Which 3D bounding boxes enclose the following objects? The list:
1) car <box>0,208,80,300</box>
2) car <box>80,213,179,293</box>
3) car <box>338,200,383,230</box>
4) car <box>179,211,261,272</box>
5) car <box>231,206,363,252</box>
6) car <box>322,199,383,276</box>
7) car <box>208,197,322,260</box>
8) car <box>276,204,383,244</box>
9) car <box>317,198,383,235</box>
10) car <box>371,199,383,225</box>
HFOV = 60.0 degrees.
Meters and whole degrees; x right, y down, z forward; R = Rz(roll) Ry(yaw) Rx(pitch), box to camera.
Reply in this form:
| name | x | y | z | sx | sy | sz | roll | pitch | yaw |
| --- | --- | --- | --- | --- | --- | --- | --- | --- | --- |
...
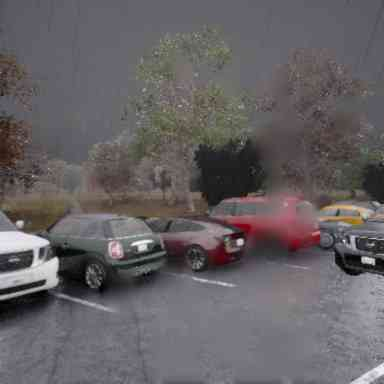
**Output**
| name | x | y | z | sx | sy | sz | roll | pitch | yaw |
| --- | --- | --- | --- | --- | --- | --- | --- | --- | --- |
| car | -5.339 | 1.237 | 7.385 | 5.566 | 2.045 | 2.435 | -1 | -1 | 34 |
| car | -2.912 | 1.364 | 9.097 | 4.553 | 1.767 | 2.185 | -1 | -1 | 35 |
| car | 11.617 | 1.305 | 19.319 | 5.366 | 1.575 | 1.946 | -1 | 0 | 36 |
| car | -0.527 | 1.512 | 10.835 | 4.792 | 1.488 | 2.163 | -1 | 0 | 35 |
| car | 4.387 | 1.436 | 14.217 | 4.892 | 1.521 | 2.231 | -1 | -1 | 35 |
| car | 6.282 | 1.182 | 9.144 | 5.566 | 2.045 | 2.150 | -1 | 0 | -35 |
| car | 1.911 | 1.212 | 12.535 | 5.566 | 2.045 | 2.435 | -1 | 0 | 35 |
| car | 6.846 | 1.395 | 15.882 | 5.008 | 1.535 | 2.097 | -1 | 0 | 36 |
| car | 9.280 | 1.225 | 17.575 | 4.553 | 1.767 | 2.185 | -1 | 0 | 36 |
| car | 14.243 | 1.258 | 20.851 | 5.008 | 1.535 | 2.097 | -1 | 0 | 36 |
